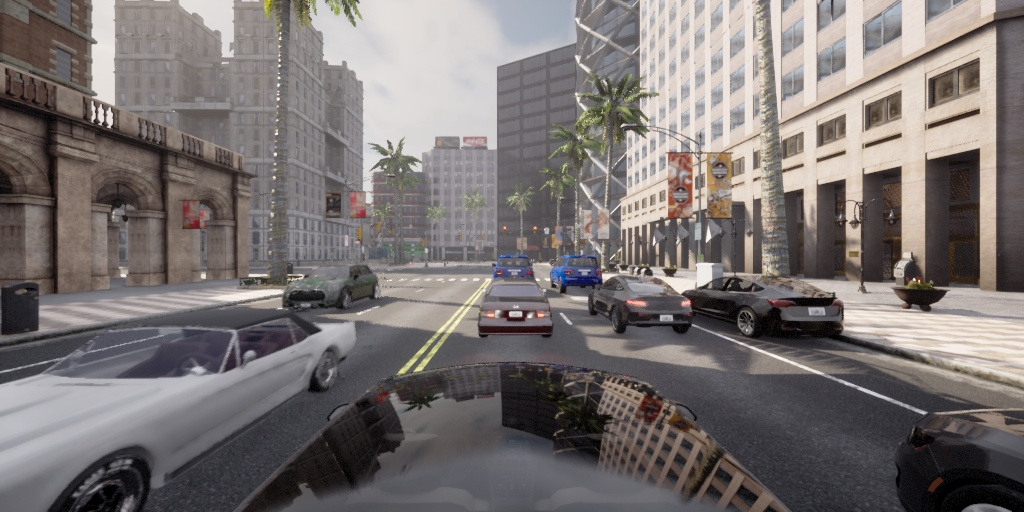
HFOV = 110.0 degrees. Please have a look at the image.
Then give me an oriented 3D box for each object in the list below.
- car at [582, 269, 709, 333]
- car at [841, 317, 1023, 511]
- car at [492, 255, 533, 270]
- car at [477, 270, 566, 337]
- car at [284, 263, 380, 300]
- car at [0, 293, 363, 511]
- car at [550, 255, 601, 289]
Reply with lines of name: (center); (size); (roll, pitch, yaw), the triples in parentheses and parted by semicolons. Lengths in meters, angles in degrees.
car: (3.562, 1.275, 10.620); (1.812, 1.442, 4.674); (0, 0, -1)
car: (3.601, 1.255, 0.445); (1.837, 1.490, 4.892); (0, 0, 0)
car: (0.044, 0.970, 20.449); (2.150, 2.045, 5.566); (0, 0, -2)
car: (0.068, 1.297, 10.229); (2.033, 1.411, 5.357); (0, 0, 0)
car: (-7.125, 1.100, 14.629); (2.097, 1.767, 4.553); (0, 0, 0)
car: (-3.607, 1.351, 3.923); (1.895, 1.301, 4.718); (0, 0, 0)
car: (3.543, 0.970, 20.583); (2.150, 2.045, 5.566); (0, 0, -2)
